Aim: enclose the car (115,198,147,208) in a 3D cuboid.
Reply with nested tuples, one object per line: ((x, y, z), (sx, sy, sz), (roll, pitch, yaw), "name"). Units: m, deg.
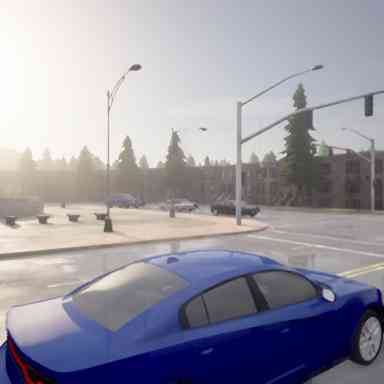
((-9.102, 1.599, 49.599), (4.718, 1.301, 1.895), (0, 0, 34), "car")

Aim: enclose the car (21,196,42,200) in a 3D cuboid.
((-29.909, 1.504, 60.665), (4.892, 1.490, 1.837), (0, 0, 5), "car")

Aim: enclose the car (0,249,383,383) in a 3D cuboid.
((0.462, 1.477, 4.126), (5.008, 1.535, 1.882), (0, 0, -35), "car")

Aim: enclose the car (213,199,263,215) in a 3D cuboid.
((4.734, 1.545, 35.216), (2.033, 1.411, 5.357), (0, 0, -36), "car")

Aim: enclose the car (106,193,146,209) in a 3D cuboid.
((-9.472, 1.220, 45.603), (5.566, 2.045, 2.150), (0, 0, 36), "car")

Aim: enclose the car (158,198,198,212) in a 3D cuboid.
((-1.827, 1.599, 38.048), (1.895, 1.301, 4.718), (0, 0, -39), "car")

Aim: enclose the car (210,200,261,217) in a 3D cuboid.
((3.772, 1.475, 30.569), (1.882, 1.535, 5.008), (0, 0, -36), "car")
